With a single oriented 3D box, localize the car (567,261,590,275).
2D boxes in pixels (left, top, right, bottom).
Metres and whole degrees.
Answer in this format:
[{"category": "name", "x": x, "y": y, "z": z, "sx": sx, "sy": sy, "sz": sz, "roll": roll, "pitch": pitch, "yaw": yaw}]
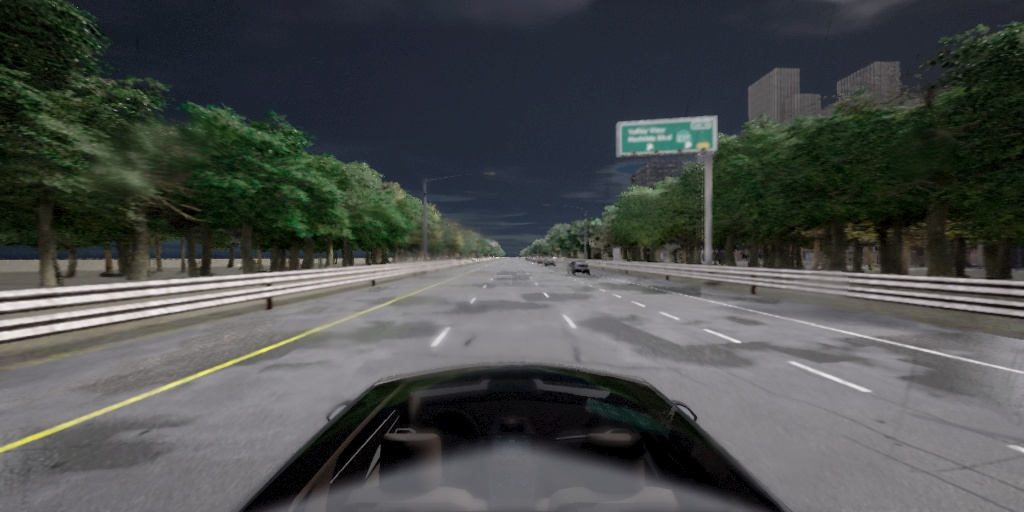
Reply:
[{"category": "car", "x": 7.025, "y": 1.257, "z": 38.216, "sx": 1.837, "sy": 1.490, "sz": 4.892, "roll": 0, "pitch": 0, "yaw": 0}]
